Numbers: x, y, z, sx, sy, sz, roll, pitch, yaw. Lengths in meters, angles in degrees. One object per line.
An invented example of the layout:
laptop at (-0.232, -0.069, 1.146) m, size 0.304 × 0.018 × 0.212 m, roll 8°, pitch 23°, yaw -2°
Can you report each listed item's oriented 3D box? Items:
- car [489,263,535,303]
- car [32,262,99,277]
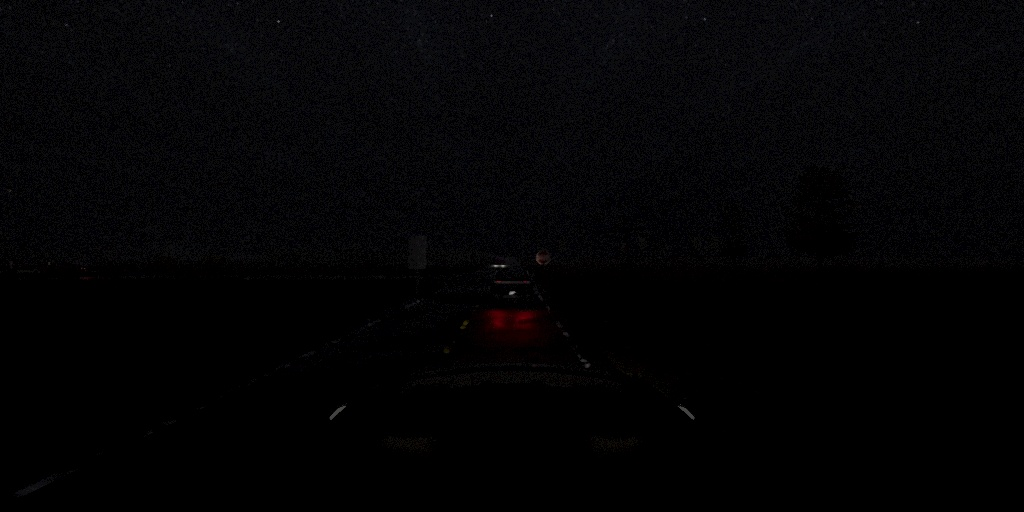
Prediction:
car at (0.000, 1.250, 16.503) m, size 2.128 × 1.511 × 4.902 m, roll 0°, pitch 0°, yaw 0°
car at (-42.008, 1.270, 33.874) m, size 4.674 × 1.442 × 1.812 m, roll 0°, pitch -1°, yaw -4°
